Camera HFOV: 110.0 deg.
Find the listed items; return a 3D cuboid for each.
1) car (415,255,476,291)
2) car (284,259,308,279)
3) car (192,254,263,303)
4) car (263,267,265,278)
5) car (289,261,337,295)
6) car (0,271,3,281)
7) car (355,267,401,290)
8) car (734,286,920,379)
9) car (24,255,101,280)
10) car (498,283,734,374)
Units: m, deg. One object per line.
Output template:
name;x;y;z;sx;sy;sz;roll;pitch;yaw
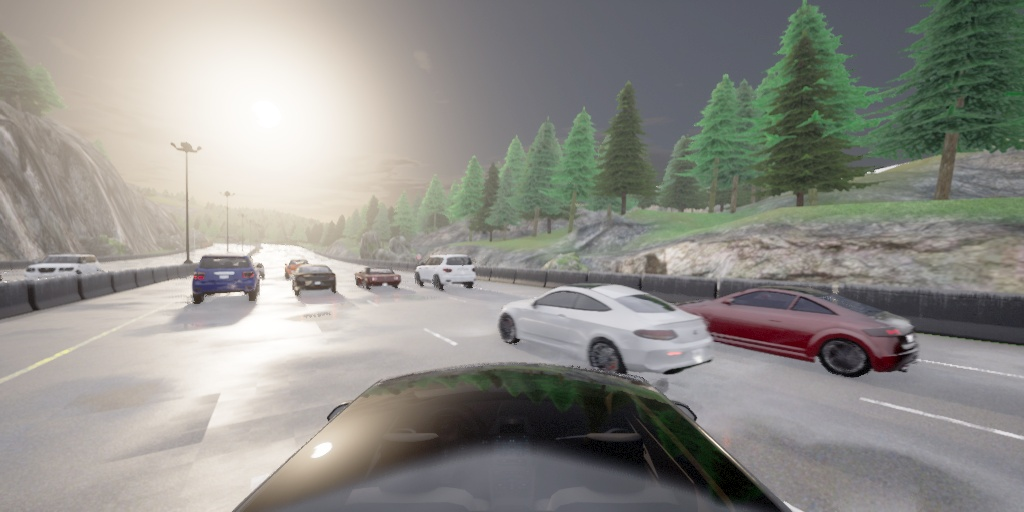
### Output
car;-4.233;0.960;22.298;2.150;2.045;5.566;0;0;-33
car;-19.550;1.059;32.827;2.097;1.767;4.553;0;0;-33
car;-13.180;0.943;16.774;2.150;2.045;5.566;0;0;-34
car;-23.200;1.301;32.005;1.895;1.301;4.718;0;0;-33
car;-11.024;1.203;19.883;1.882;1.535;5.008;0;0;-33
car;-33.396;1.207;21.708;1.812;1.442;4.674;0;0;-33
car;-8.520;1.331;22.445;1.895;1.301;4.718;0;0;-33
car;5.462;1.324;7.580;1.994;1.385;4.181;0;0;-33
car;-31.741;0.908;25.579;2.150;2.045;5.566;0;0;-33
car;1.496;1.278;7.239;1.812;1.442;4.674;0;0;-33
